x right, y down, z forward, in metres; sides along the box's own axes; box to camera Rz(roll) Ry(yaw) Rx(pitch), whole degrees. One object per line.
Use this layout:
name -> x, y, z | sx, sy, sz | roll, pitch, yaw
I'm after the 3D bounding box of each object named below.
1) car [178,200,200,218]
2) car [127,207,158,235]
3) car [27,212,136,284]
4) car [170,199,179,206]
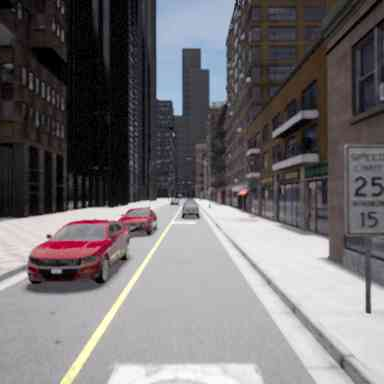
car -> -0.139, 1.869, 34.355 | 2.033, 1.411, 5.357 | 0, 0, 0
car -> -3.229, 1.694, 20.563 | 1.882, 1.535, 5.008 | 0, -1, 0
car -> -3.162, 1.592, 10.206 | 1.882, 1.535, 5.008 | 0, -1, -1
car -> -3.495, 2.115, 68.871 | 2.033, 1.411, 5.357 | 0, 0, 0
